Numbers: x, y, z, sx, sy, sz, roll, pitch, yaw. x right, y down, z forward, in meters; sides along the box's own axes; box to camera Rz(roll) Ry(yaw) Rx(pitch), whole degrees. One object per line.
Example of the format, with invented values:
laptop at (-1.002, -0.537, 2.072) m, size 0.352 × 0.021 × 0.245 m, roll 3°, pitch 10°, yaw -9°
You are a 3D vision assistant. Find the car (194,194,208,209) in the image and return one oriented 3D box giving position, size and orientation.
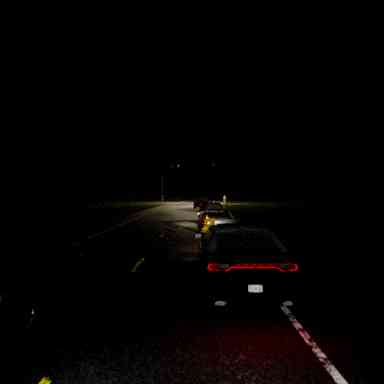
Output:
car at (1.242, 1.477, 45.770) m, size 1.882 × 1.535 × 5.008 m, roll 0°, pitch 0°, yaw 3°

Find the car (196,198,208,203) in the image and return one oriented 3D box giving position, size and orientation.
car at (1.411, 1.485, 24.048) m, size 1.882 × 1.535 × 5.008 m, roll 0°, pitch 0°, yaw 2°

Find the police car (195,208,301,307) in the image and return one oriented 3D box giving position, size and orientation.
police car at (1.102, 1.430, 8.208) m, size 1.930 × 1.638 × 5.238 m, roll 0°, pitch 0°, yaw 1°

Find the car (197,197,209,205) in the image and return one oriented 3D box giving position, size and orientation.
car at (1.890, 1.592, 57.865) m, size 1.895 × 1.301 × 4.718 m, roll 0°, pitch 0°, yaw 4°

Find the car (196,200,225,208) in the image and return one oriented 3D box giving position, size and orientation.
car at (1.267, 1.463, 18.258) m, size 1.801 × 1.575 × 5.366 m, roll 0°, pitch 0°, yaw 1°

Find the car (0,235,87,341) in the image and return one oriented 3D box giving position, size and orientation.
car at (-3.548, 1.568, 6.419) m, size 1.994 × 1.385 × 4.181 m, roll 0°, pitch 0°, yaw 1°
